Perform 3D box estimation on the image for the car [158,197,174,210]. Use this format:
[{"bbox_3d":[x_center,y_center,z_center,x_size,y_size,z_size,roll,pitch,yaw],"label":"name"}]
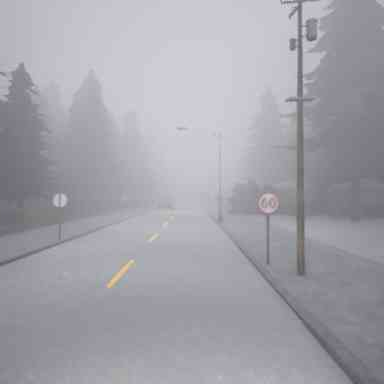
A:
[{"bbox_3d":[-4.083,1.792,52.321,2.150,2.045,5.566,0,-1,1],"label":"car"}]
